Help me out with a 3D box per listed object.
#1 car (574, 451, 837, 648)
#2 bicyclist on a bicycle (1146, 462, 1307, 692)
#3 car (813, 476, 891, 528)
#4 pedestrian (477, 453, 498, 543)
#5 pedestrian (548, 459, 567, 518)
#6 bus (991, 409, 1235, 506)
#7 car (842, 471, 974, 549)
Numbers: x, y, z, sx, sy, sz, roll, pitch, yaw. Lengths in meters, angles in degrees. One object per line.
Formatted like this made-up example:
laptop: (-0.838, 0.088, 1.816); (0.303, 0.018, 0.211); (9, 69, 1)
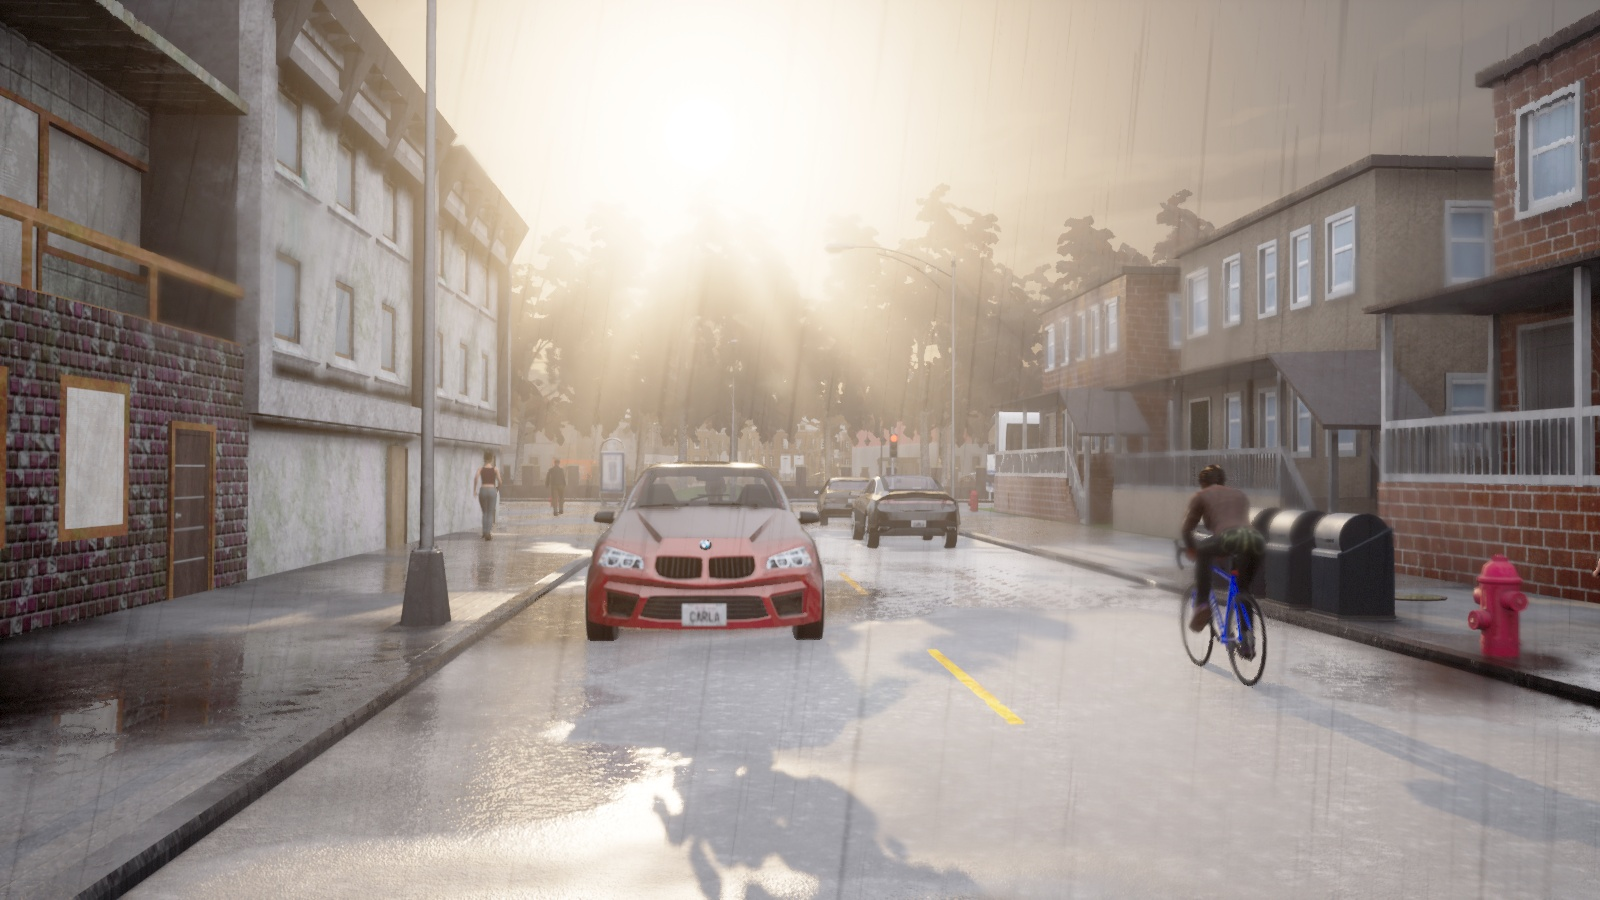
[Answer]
car: (-0.950, 0.882, 13.057); (2.242, 1.667, 4.611); (0, -1, -4)
bicyclist on a bicycle: (3.252, 0.918, 9.732); (0.582, 1.620, 1.656); (0, -1, -3)
car: (1.461, 1.483, 37.332); (2.033, 1.411, 5.357); (0, -1, 0)
pedestrian: (-6.467, 0.987, 26.032); (0.345, 1.836, 0.594); (0, -1, -6)
pedestrian: (-7.653, 1.221, 39.701); (0.402, 1.842, 0.726); (0, -1, 6)
bus: (14.234, 0.353, 57.968); (10.273, 4.253, 3.944); (1, -1, 1)
car: (2.188, 1.214, 26.947); (2.128, 1.511, 4.902); (0, -1, -3)
